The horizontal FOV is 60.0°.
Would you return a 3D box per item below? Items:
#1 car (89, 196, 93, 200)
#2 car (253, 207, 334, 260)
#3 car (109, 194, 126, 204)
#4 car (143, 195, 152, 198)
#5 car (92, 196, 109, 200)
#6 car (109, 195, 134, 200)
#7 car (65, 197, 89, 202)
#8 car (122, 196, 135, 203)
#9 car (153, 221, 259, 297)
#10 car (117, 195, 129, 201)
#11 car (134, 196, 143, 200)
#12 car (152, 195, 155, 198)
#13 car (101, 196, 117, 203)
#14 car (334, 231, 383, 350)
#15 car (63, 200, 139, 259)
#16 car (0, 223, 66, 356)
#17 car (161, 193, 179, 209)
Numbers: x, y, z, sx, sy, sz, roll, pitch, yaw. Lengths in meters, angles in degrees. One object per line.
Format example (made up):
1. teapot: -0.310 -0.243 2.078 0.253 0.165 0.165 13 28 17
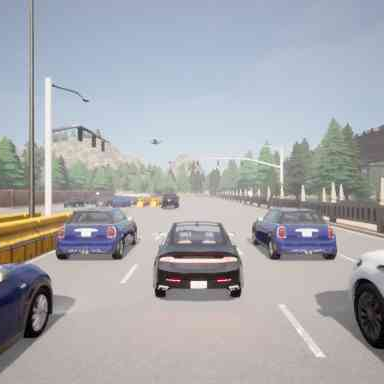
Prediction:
1. car: -17.337 1.504 58.812 1.837 1.490 4.892 0 0 1
2. car: 3.647 1.352 12.653 2.097 1.767 4.553 0 0 0
3. car: -13.807 1.352 62.126 2.097 1.767 4.553 0 0 1
4. car: -10.230 1.522 68.525 2.128 1.511 4.902 0 0 0
5. car: -13.864 1.526 52.983 1.812 1.442 4.674 0 0 1
6. car: -10.393 1.478 49.267 1.882 1.535 5.008 0 0 0
7. car: -17.411 1.505 49.395 1.837 1.490 4.892 0 0 1
8. car: -13.715 1.553 72.146 1.994 1.385 4.181 0 0 0
9. car: 0.132 1.492 8.540 2.128 1.511 4.902 0 0 0
10. car: -17.172 1.530 83.059 2.033 1.411 5.357 0 0 0
11. car: -10.348 1.526 58.333 1.812 1.442 4.674 0 0 1
12. car: -10.170 1.513 83.448 1.812 1.442 4.674 0 0 0
13. car: -17.227 1.525 69.235 2.128 1.511 4.902 0 0 0
14. car: 3.615 1.221 3.069 2.150 2.045 5.566 0 0 0
15. car: -3.401 1.352 12.675 2.097 1.767 4.553 0 0 -1
16. car: -3.383 1.352 3.759 2.097 1.767 4.553 0 0 0
17. car: -3.001 1.223 46.406 2.150 2.045 5.566 1 0 0
